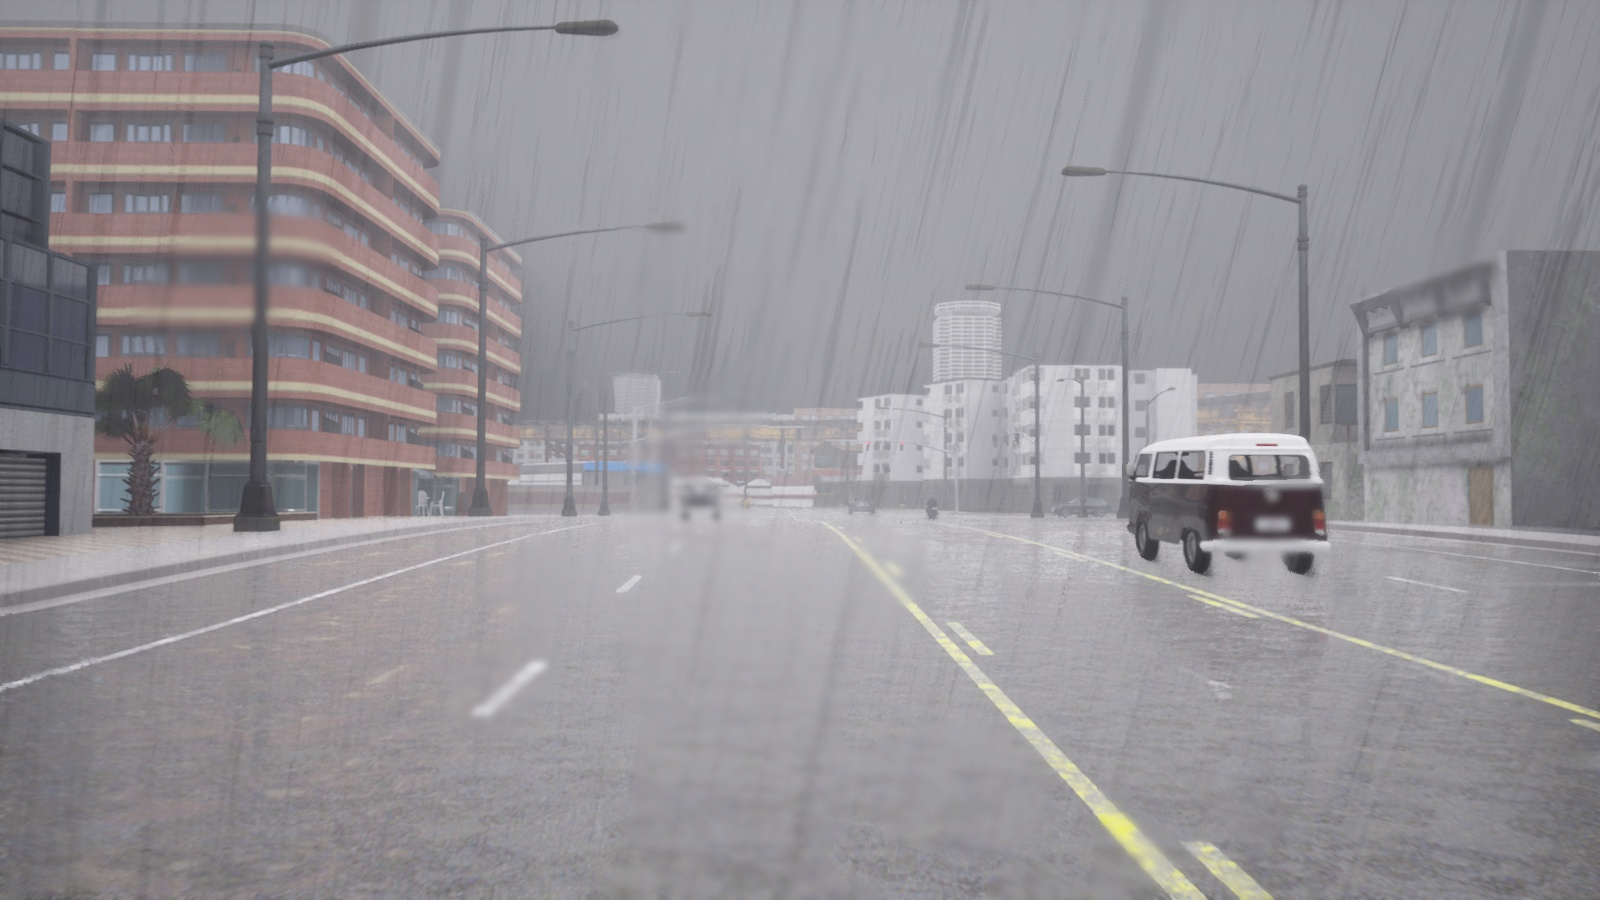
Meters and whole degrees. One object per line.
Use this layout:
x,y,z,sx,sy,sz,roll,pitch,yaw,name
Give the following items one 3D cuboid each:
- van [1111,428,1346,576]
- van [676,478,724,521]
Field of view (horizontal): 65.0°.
6.512,0.742,19.711,2.069,2.038,4.480,0,-1,-1,van
-4.822,2.446,61.337,2.069,2.038,4.480,0,-3,-1,van
